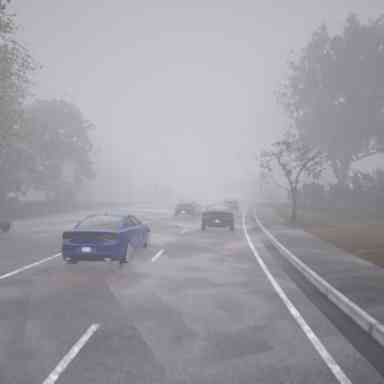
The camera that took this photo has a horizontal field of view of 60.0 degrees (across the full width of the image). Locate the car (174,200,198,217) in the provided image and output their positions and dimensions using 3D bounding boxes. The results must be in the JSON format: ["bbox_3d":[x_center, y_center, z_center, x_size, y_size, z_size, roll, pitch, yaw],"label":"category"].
[{"bbox_3d":[-0.376,1.477,31.092,1.837,1.490,4.892,0,0,9],"label":"car"}]

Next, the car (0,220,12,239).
[{"bbox_3d":[-9.819,1.561,13.870,1.895,1.301,4.718,0,0,5],"label":"car"}]

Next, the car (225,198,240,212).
[{"bbox_3d":[4.393,1.454,38.285,2.128,1.511,4.902,0,0,10],"label":"car"}]

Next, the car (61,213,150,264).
[{"bbox_3d":[-2.788,1.463,11.808,1.882,1.535,5.008,0,0,4],"label":"car"}]

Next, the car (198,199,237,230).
[{"bbox_3d":[1.698,1.474,20.987,1.882,1.535,5.008,0,0,7],"label":"car"}]
